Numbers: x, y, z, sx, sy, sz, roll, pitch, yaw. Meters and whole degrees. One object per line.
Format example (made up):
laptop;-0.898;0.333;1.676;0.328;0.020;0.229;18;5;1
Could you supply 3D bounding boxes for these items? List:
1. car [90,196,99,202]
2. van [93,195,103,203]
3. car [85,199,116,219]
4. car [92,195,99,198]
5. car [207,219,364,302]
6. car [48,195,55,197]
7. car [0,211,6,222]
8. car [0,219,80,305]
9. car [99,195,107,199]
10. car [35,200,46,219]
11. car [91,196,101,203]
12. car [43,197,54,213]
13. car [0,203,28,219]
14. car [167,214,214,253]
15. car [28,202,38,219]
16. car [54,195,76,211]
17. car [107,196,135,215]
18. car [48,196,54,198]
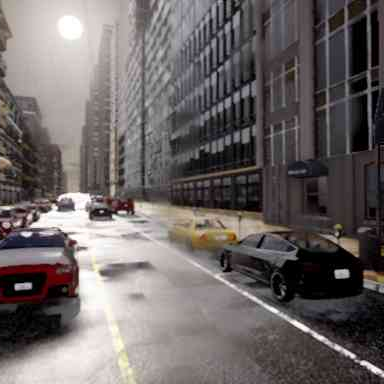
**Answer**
car;-24.266;1.724;82.882;1.947;1.339;4.313;1;0;-20
van;-20.485;1.486;72.232;1.690;1.788;3.998;1;0;-20
car;-8.264;1.632;29.919;1.994;1.385;4.181;0;0;-19
car;-18.598;1.578;66.903;1.967;1.590;4.097;1;0;-20
car;2.173;1.604;8.312;1.947;1.339;4.313;1;-1;-20
car;-24.606;1.403;58.780;2.192;1.841;5.009;1;-1;-20
car;-7.556;1.531;10.679;1.752;1.417;4.829;1;-1;-20
car;-3.785;1.577;8.072;1.994;1.385;4.181;0;0;-19
car;-11.042;1.422;45.599;2.192;1.841;5.009;1;0;-20
car;-13.280;1.603;26.819;1.947;1.339;4.313;1;-1;-20
car;-22.378;1.718;77.556;1.947;1.339;4.313;1;0;-20
car;-17.057;1.601;37.473;1.887;1.381;4.507;1;-1;-20
car;-9.500;1.457;16.166;1.967;1.590;4.097;1;-1;-20
car;0.229;1.574;13.799;1.752;1.417;4.829;1;-1;-20
car;-11.391;1.572;21.493;1.887;1.381;4.507;1;-1;-20
car;-15.543;1.426;41.220;2.097;1.767;4.553;0;0;-20
car;-7.265;1.404;34.946;2.192;1.841;5.009;1;-1;-20
car;-18.887;1.590;42.638;1.752;1.417;4.829;1;-1;-20
